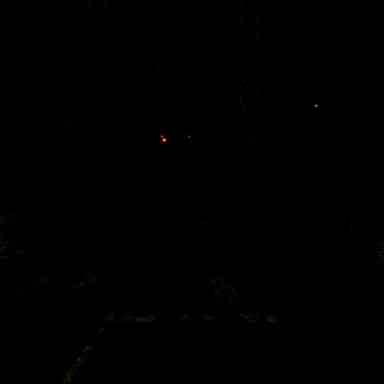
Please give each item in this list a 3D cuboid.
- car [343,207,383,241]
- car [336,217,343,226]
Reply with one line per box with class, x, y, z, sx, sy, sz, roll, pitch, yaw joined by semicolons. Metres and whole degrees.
car;9.891;1.474;15.014;5.008;1.535;1.882;0;-1;0
car;11.598;1.632;20.788;4.829;1.417;1.752;0;-1;0
